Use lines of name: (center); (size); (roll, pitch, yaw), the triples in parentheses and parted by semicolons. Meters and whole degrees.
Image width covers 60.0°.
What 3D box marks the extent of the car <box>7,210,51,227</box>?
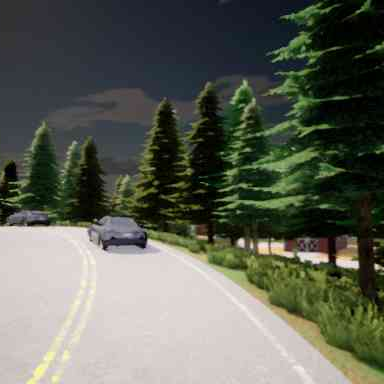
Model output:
car: (-13.493, 2.158, 27.462); (4.181, 1.385, 1.994); (-4, -6, 37)

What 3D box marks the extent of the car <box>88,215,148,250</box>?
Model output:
car: (-3.527, 1.737, 15.438); (1.994, 1.385, 4.181); (3, -1, -26)
